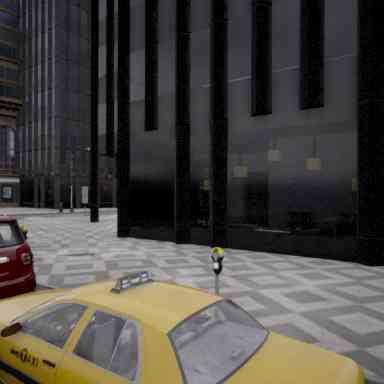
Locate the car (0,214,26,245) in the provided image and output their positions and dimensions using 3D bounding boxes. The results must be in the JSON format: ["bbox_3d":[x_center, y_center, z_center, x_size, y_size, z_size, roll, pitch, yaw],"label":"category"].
[{"bbox_3d":[-5.109,1.313,6.560,5.009,1.841,2.192,0,0,35],"label":"car"}]

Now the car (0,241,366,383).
[{"bbox_3d":[-0.814,1.525,3.531,4.829,1.417,1.752,0,0,35],"label":"car"}]
